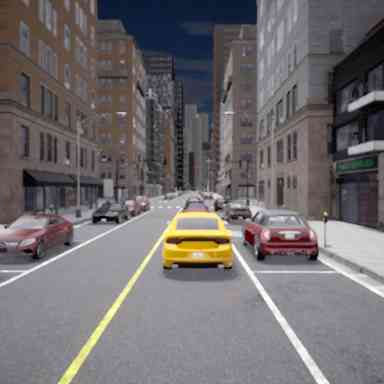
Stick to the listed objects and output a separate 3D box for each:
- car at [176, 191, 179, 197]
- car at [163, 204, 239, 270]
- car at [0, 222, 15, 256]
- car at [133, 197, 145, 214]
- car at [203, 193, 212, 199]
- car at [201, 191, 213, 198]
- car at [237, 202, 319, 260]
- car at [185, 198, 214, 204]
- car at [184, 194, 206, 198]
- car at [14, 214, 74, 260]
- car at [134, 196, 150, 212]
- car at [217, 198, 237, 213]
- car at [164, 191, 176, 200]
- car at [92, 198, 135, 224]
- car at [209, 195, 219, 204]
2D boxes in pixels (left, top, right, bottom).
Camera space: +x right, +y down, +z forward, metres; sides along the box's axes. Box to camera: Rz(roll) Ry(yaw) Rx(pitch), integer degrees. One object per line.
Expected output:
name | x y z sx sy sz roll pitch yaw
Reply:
car | -4.978 0.883 81.870 2.008 1.369 4.403 0 0 1
car | 0.164 1.381 10.664 1.882 1.535 5.008 0 1 0
car | -5.631 1.507 6.449 1.947 1.339 4.313 0 1 0
car | -5.456 1.328 28.453 1.802 1.307 4.206 0 1 0
car | 3.495 0.893 76.552 1.752 1.417 4.829 0 0 1
car | 3.440 0.848 70.972 1.967 1.590 4.097 0 0 1
car | 2.938 1.332 11.881 1.967 1.590 4.097 0 1 0
car | 0.285 1.351 23.724 1.994 1.385 4.181 0 0 0
car | 0.255 1.227 33.635 1.812 1.442 4.674 0 0 2
car | -5.587 1.474 11.950 1.802 1.307 4.206 0 1 0
car | -5.413 1.139 33.952 1.967 1.590 4.097 0 0 0
car | 3.025 1.345 22.884 2.008 1.369 4.403 0 1 0
car | -5.084 0.989 71.054 1.802 1.307 4.206 0 0 1
car | -5.500 1.360 22.951 1.947 1.339 4.313 0 1 0
car | 3.113 1.264 33.886 1.947 1.339 4.313 0 0 0
